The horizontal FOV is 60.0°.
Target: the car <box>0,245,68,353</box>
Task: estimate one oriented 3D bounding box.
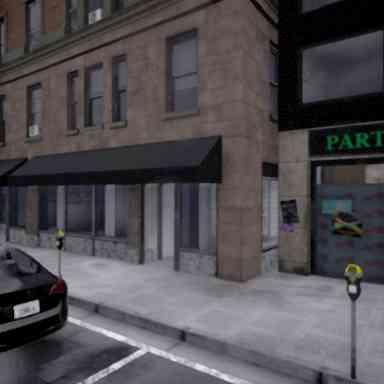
[{"bbox_3d":[-3.845,1.565,5.555,4.313,1.339,1.947,0,0,36],"label":"car"}]
